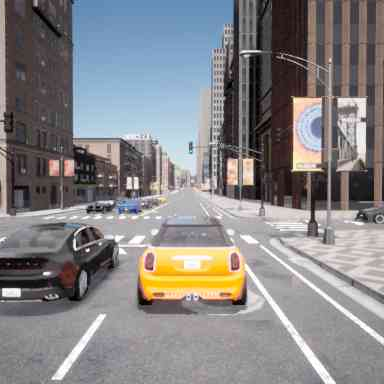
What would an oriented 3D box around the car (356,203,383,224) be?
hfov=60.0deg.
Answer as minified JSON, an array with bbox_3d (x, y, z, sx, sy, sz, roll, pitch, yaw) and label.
[{"bbox_3d":[13.983,1.470,23.535,4.181,1.385,1.994,0,1,0],"label":"car"}]

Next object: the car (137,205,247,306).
[{"bbox_3d":[0.014,1.351,8.187,2.097,1.767,4.553,0,0,0],"label":"car"}]

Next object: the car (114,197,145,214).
[{"bbox_3d":[-6.603,1.493,35.877,1.882,1.535,5.008,0,0,0],"label":"car"}]

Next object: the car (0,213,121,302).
[{"bbox_3d":[-3.155,1.505,8.243,1.837,1.490,4.892,0,0,0],"label":"car"}]

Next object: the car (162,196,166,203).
[{"bbox_3d":[-6.508,1.508,68.922,1.882,1.535,5.008,0,0,0],"label":"car"}]

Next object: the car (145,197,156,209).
[{"bbox_3d":[-6.598,1.514,45.468,2.128,1.511,4.902,0,0,0],"label":"car"}]

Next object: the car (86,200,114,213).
[{"bbox_3d":[-9.856,1.616,35.779,1.895,1.301,4.718,0,0,0],"label":"car"}]

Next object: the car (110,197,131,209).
[{"bbox_3d":[-9.851,1.529,46.355,1.837,1.490,4.892,0,0,0],"label":"car"}]

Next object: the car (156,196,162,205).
[{"bbox_3d":[-6.596,1.592,55.686,1.994,1.385,4.181,0,0,0],"label":"car"}]
